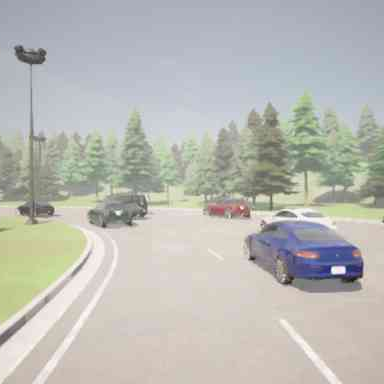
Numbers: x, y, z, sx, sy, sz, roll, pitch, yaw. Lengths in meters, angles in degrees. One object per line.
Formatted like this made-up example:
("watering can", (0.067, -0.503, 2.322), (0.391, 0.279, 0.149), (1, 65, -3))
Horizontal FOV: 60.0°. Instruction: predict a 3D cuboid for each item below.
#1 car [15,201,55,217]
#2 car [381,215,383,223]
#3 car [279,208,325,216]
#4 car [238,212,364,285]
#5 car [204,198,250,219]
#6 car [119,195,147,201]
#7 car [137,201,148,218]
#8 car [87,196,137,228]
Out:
("car", (-15.755, 1.668, 33.318), (4.892, 1.490, 1.837), (0, 0, 34))
("car", (12.278, 1.515, 17.212), (1.895, 1.301, 4.718), (0, 0, -13))
("car", (5.033, 1.499, 16.218), (1.812, 1.442, 4.674), (0, 0, -15))
("car", (2.872, 1.510, 9.414), (1.812, 1.442, 4.674), (0, 0, -7))
("car", (2.975, 1.354, 29.182), (2.097, 1.767, 4.553), (-1, 0, -33))
("car", (-7.107, 1.313, 35.744), (5.566, 2.045, 2.150), (0, -1, 41))
("car", (-6.001, 1.678, 29.791), (1.895, 1.301, 4.718), (0, 0, -41))
("car", (-5.860, 1.422, 23.387), (2.097, 1.767, 4.553), (0, 0, -31))
